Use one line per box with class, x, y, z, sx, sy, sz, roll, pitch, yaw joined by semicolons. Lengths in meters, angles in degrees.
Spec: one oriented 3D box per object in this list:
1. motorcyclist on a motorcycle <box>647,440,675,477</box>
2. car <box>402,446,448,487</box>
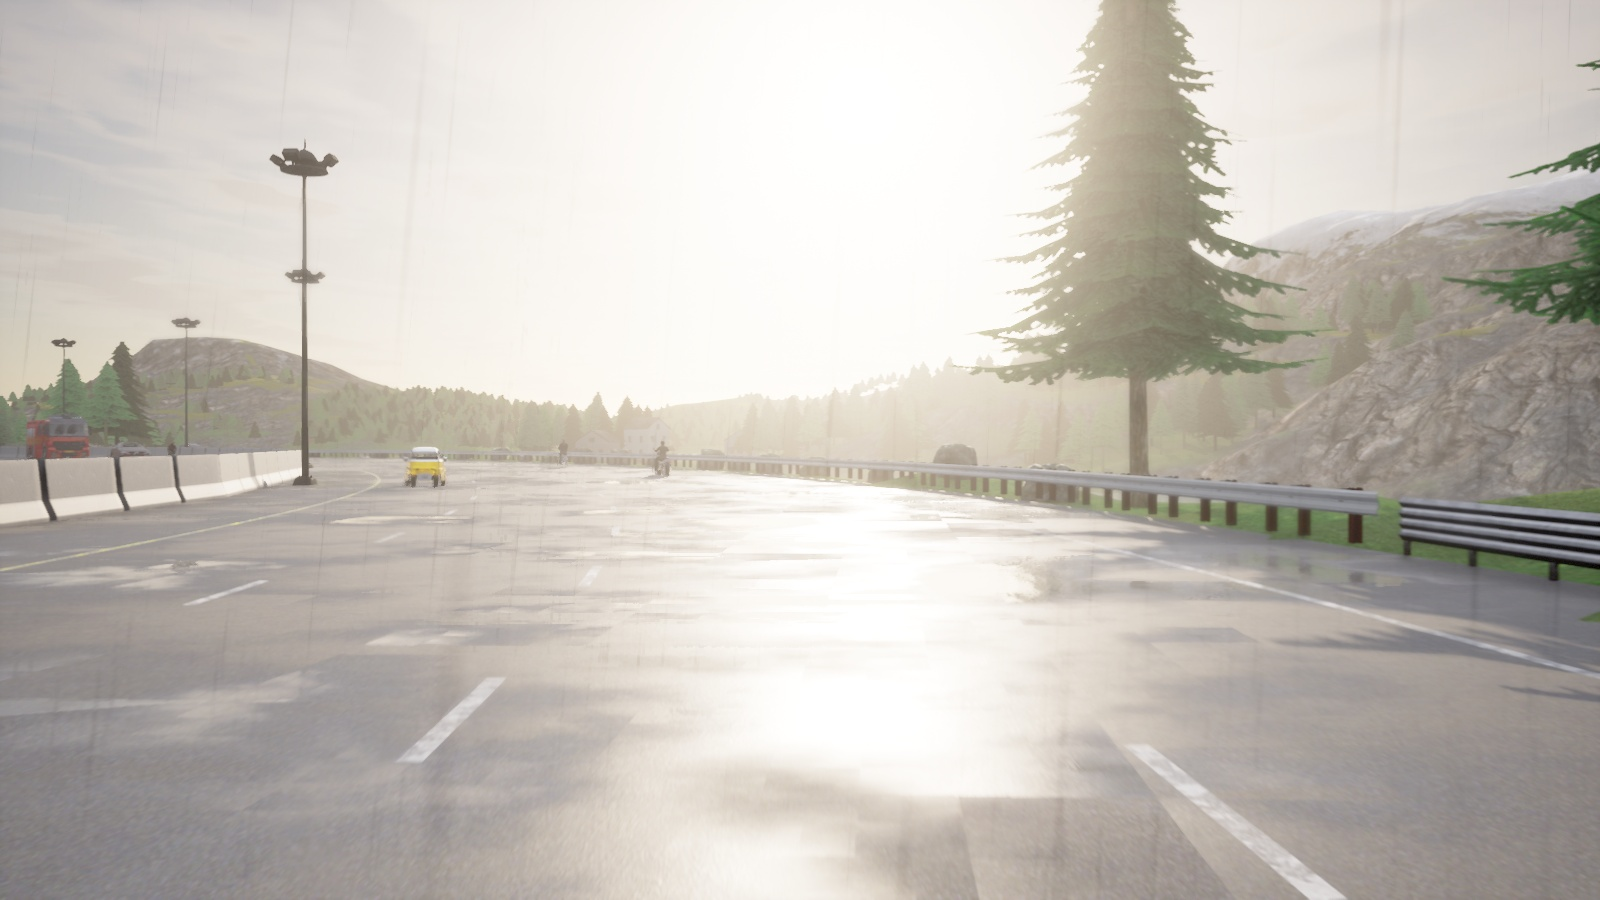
motorcyclist on a motorcycle;-6.364;0.370;57.540;0.766;1.649;2.350;0;0;-19
car;-13.131;0.547;44.030;1.481;1.376;2.207;0;1;-16
